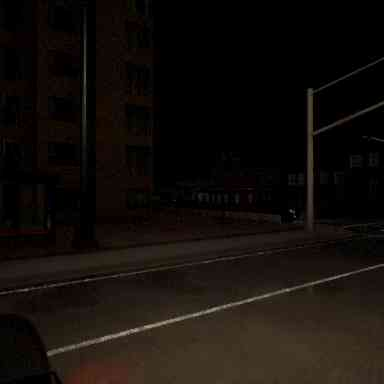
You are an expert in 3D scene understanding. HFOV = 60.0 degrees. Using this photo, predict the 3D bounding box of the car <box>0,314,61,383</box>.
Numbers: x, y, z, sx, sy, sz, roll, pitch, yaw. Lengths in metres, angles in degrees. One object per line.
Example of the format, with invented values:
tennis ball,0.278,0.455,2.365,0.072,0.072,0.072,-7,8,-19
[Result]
car,-3.431,1.547,1.539,5.357,1.411,2.033,0,0,-36

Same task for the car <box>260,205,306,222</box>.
car,8.666,1.988,32.220,2.097,1.767,4.553,0,-6,-36
